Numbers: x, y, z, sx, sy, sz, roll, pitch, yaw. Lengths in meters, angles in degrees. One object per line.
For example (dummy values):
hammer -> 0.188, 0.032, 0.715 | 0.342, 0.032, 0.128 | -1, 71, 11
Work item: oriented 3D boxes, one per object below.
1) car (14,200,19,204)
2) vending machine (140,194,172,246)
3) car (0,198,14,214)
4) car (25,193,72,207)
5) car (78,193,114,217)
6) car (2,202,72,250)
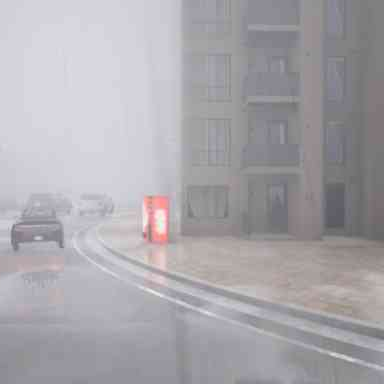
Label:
car -> -15.795, 1.369, 33.906 | 1.812, 1.442, 4.674 | 0, 0, -1
vending machine -> -1.535, 1.147, 14.076 | 1.100, 2.100, 0.880 | 0, 0, -26
car -> -19.291, 1.339, 33.529 | 1.837, 1.490, 4.892 | 0, 0, -1
car -> -12.001, 1.092, 28.282 | 2.150, 2.045, 5.566 | 0, 0, -2
car -> -8.570, 1.098, 30.128 | 2.150, 2.045, 5.566 | 0, 0, -2
car -> -6.490, 1.426, 14.223 | 2.128, 1.511, 4.902 | 0, 0, -23
